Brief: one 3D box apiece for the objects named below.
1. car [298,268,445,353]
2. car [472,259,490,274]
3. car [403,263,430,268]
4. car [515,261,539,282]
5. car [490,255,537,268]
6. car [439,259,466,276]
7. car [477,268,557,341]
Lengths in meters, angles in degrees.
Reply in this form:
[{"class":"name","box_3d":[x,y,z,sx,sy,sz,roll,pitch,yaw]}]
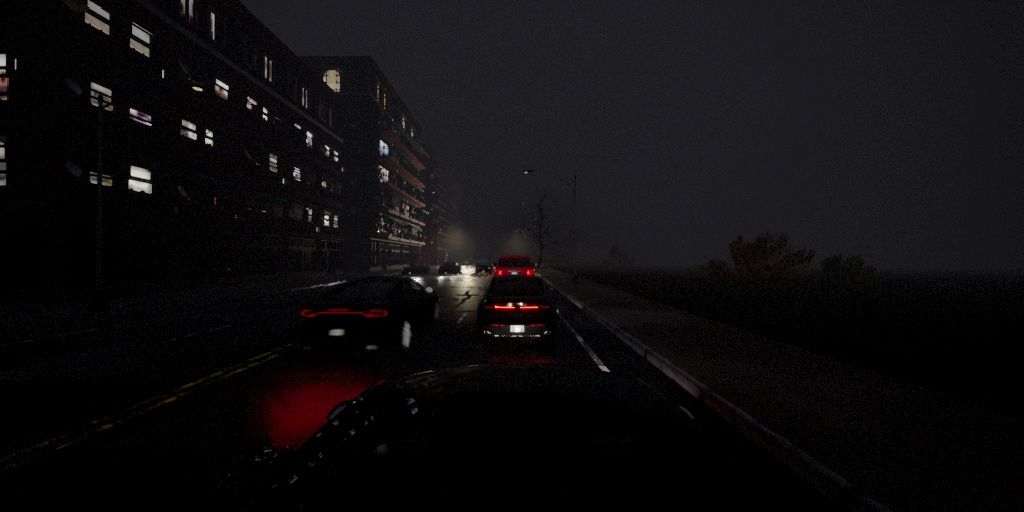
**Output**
[{"class":"car","box_3d":[-3.141,1.229,8.905,1.882,1.535,5.008,0,0,0]},{"class":"car","box_3d":[-3.104,1.354,41.339,1.895,1.301,4.718,0,0,0]},{"class":"car","box_3d":[-9.811,1.354,36.655,1.895,1.301,4.718,0,0,0]},{"class":"car","box_3d":[1.171,1.209,30.597,1.801,1.575,5.366,0,0,0]},{"class":"car","box_3d":[0.121,0.974,20.190,2.150,2.045,5.566,0,0,0]},{"class":"car","box_3d":[-6.556,1.301,38.204,2.033,1.411,5.357,0,0,0]},{"class":"car","box_3d":[0.111,1.256,9.843,1.837,1.490,4.892,0,0,0]}]
